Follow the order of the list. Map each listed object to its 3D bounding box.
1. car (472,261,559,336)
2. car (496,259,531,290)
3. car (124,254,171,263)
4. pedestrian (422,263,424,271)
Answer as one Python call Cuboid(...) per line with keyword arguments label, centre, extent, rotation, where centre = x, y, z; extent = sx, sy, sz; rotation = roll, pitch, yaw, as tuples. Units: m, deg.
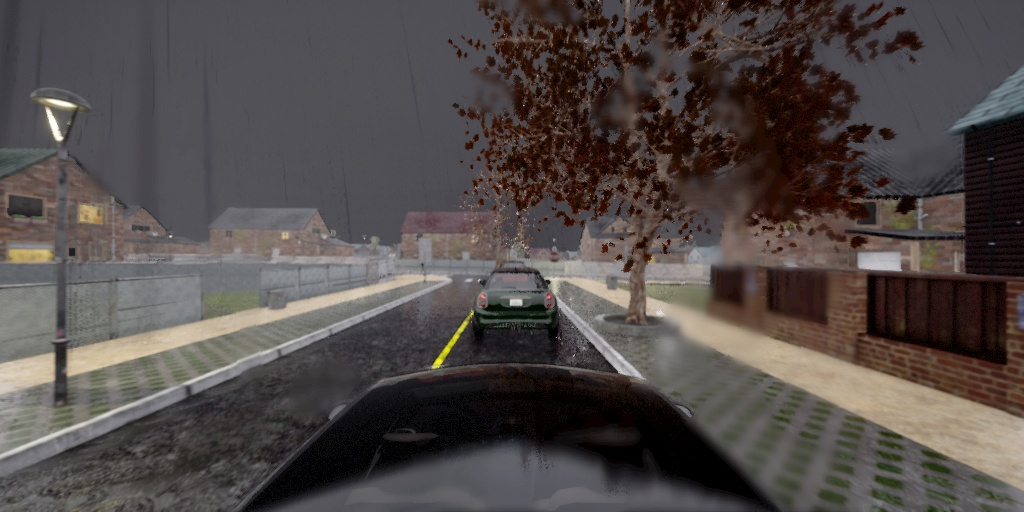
Cuboid(label="car", centre=(0.095, 1.095, 10.473), extent=(2.097, 1.767, 4.553), rotation=(0, 0, 0))
Cuboid(label="car", centre=(0.167, 1.087, 23.256), extent=(2.097, 1.767, 4.553), rotation=(0, 0, 2))
Cuboid(label="car", centre=(-33.372, 0.614, 33.247), extent=(5.008, 1.535, 1.882), rotation=(1, 0, 0))
Cuboid(label="pedestrian", centre=(-9.710, 0.740, 39.259), extent=(0.375, 1.860, 0.375), rotation=(0, -1, 0))
